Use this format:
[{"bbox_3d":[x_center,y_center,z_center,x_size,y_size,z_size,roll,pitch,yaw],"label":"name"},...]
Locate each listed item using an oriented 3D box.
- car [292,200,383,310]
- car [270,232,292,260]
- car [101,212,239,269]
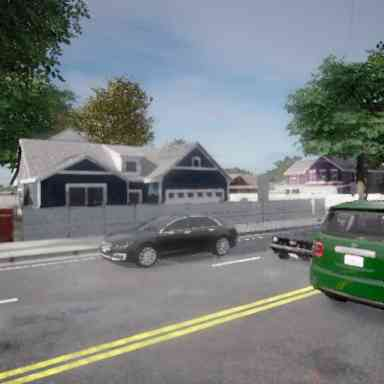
[{"bbox_3d":[4.792,1.181,6.897,5.566,2.045,2.150,0,0,-35],"label":"car"},{"bbox_3d":[4.774,1.544,11.065,4.718,1.301,1.895,-1,0,-35],"label":"car"},{"bbox_3d":[-0.601,1.478,11.232,4.892,1.490,1.837,0,0,-35],"label":"car"}]
